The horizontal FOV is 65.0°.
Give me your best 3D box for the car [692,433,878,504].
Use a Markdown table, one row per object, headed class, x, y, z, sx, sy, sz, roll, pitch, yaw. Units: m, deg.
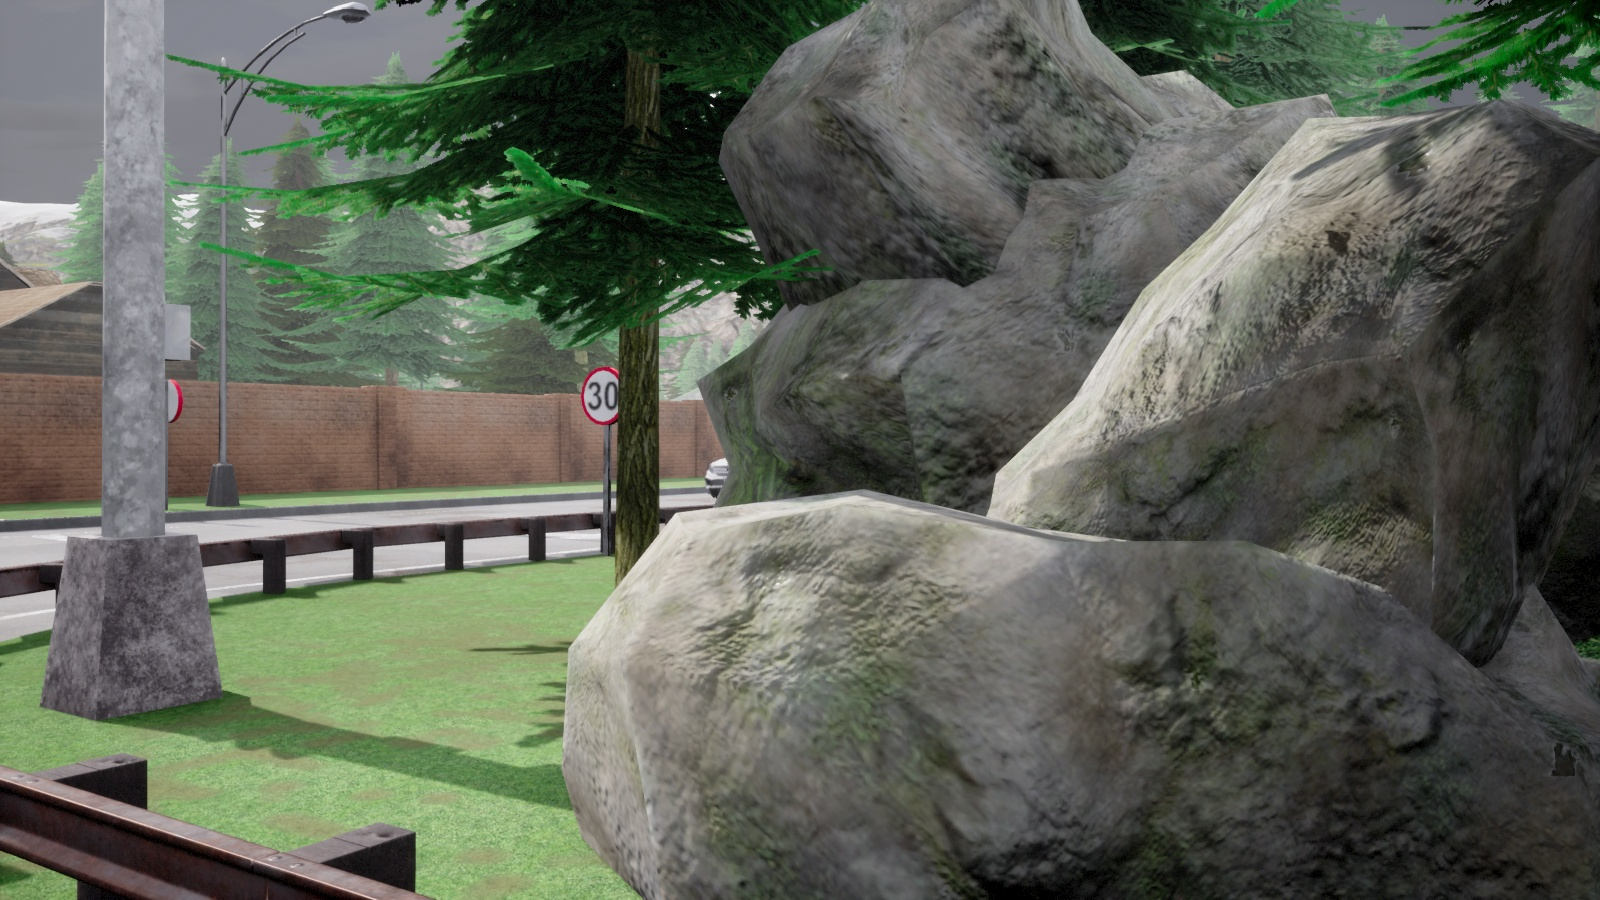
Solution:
| class | x | y | z | sx | sy | sz | roll | pitch | yaw |
| --- | --- | --- | --- | --- | --- | --- | --- | --- | --- |
| car | -0.235 | 0.359 | 28.213 | 1.812 | 1.442 | 4.674 | 0 | 1 | 34 |
